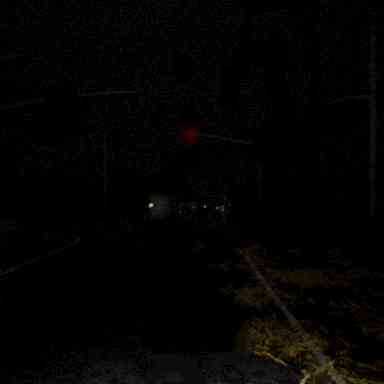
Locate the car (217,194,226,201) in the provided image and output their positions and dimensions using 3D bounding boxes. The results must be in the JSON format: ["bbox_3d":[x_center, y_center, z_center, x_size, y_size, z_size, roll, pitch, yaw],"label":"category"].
[{"bbox_3d":[6.683,1.271,75.786,1.882,1.535,5.008,0,-1,6],"label":"car"}]

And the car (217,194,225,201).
[{"bbox_3d":[5.367,1.050,65.704,1.812,1.442,4.674,0,-2,8],"label":"car"}]

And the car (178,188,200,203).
[{"bbox_3d":[-0.602,0.483,48.652,2.150,2.045,5.566,0,1,8],"label":"car"}]

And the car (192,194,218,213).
[{"bbox_3d":[1.457,1.313,34.872,1.994,1.385,4.181,0,3,5],"label":"car"}]

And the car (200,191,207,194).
[{"bbox_3d":[1.809,0.715,65.566,2.150,2.045,5.566,0,-1,8],"label":"car"}]
